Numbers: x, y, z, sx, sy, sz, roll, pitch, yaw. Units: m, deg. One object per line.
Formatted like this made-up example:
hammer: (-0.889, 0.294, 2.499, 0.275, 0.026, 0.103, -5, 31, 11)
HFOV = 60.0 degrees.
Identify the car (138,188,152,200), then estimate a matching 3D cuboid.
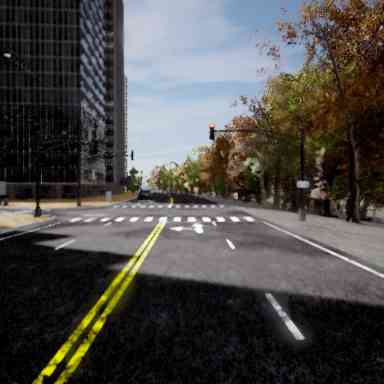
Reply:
car: (-8.460, 0.444, 59.713, 2.150, 2.045, 5.566, 0, 3, -4)
